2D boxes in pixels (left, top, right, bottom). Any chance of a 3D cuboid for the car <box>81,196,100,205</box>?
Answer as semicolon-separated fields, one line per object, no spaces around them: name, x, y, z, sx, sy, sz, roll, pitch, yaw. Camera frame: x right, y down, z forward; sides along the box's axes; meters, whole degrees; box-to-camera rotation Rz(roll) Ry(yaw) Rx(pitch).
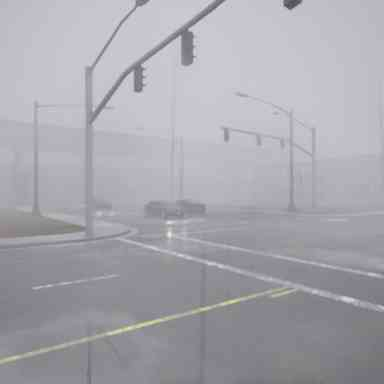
car;-18.249;1.489;60.184;1.812;1.442;4.674;0;0;4

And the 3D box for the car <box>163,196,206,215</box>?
car;-0.696;1.436;32.485;1.882;1.535;5.008;0;0;-36

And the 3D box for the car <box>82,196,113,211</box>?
car;-11.411;1.446;40.882;1.882;1.535;5.008;0;0;-36

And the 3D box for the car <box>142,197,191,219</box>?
car;-2.477;1.471;28.705;1.837;1.490;4.892;0;0;-36
